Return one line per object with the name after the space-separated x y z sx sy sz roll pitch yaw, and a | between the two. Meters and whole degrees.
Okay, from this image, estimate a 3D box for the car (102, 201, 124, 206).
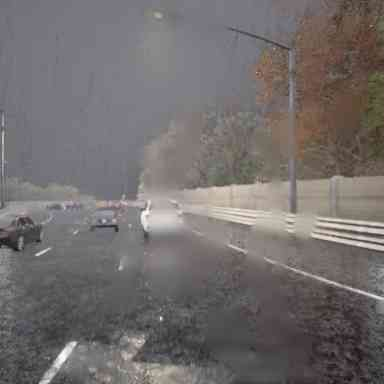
-11.599 2.074 49.735 2.097 1.767 4.553 0 -1 -23 | car

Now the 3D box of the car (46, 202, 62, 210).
-23.947 2.427 57.529 1.837 1.490 4.892 0 -1 -35 | car

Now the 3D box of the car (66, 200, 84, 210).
-20.978 2.276 59.387 2.097 1.767 4.553 0 -1 -35 | car

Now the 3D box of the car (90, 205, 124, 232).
-5.973 1.888 23.062 2.033 1.411 5.357 0 -1 -12 | car

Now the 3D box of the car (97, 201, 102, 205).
-16.220 2.379 60.703 1.882 1.535 5.008 0 -1 -20 | car

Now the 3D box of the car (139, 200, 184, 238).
-1.842 1.486 19.577 2.150 2.045 5.566 0 -1 -10 | car

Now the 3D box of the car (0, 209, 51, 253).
-8.114 1.758 14.903 1.837 1.490 4.892 0 -1 -8 | car
